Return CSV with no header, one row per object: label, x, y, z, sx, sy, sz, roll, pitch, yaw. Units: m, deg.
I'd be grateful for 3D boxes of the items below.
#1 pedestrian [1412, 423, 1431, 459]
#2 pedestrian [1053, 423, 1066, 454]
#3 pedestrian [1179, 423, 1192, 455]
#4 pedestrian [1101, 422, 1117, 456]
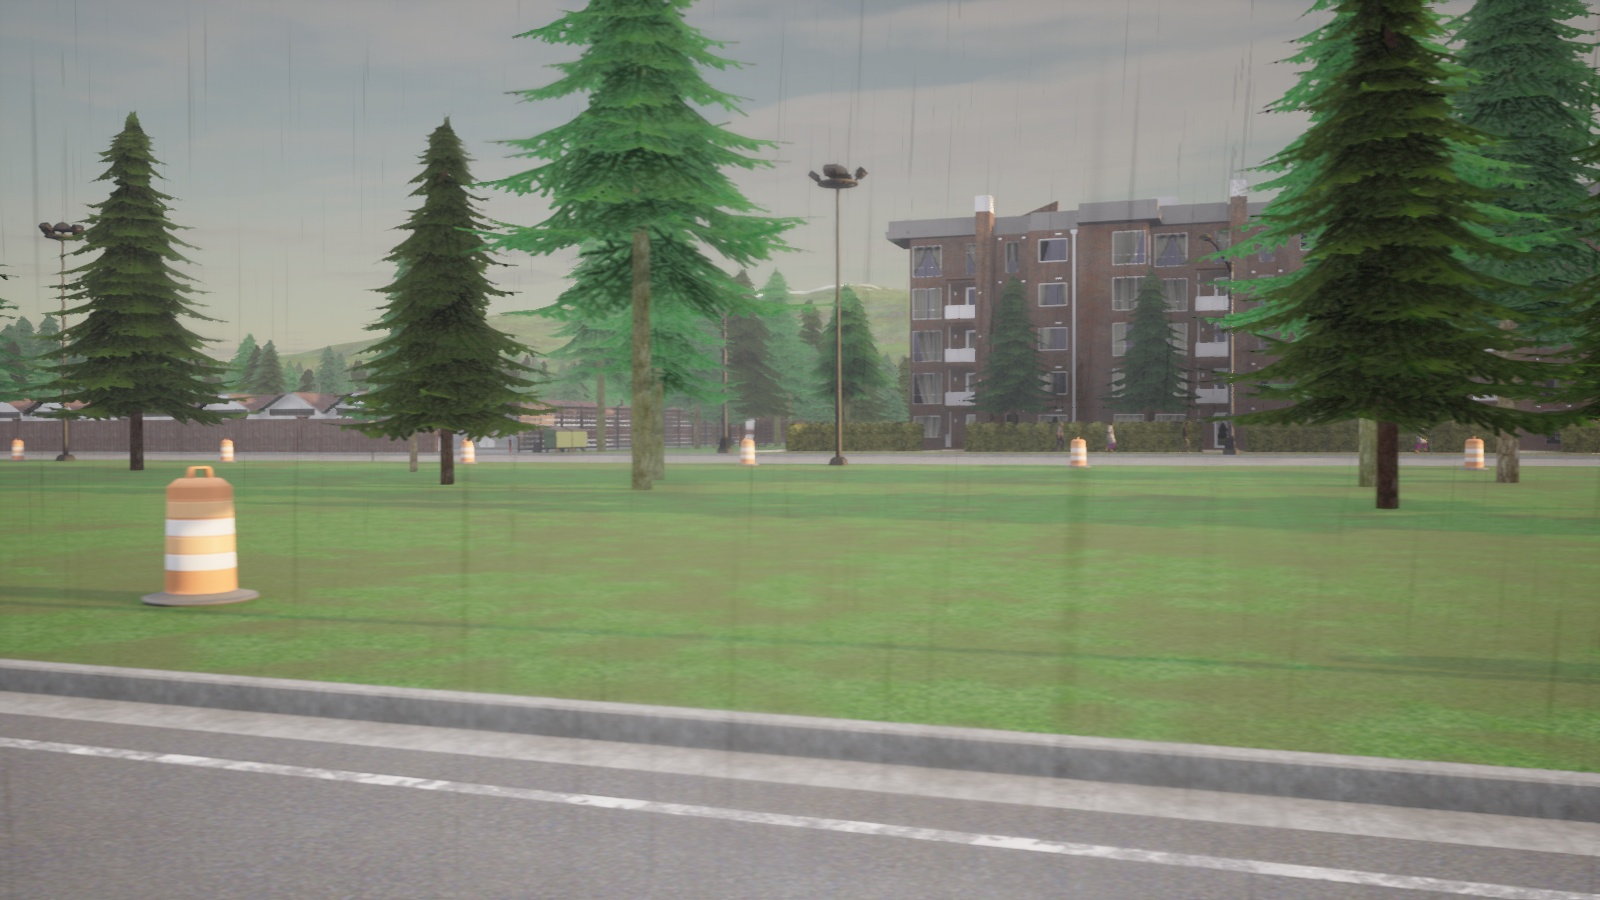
pedestrian,33.976,-0.513,68.671,0.873,1.952,0.659,1,1,19
pedestrian,15.386,-0.677,74.512,0.694,1.848,0.540,1,1,18
pedestrian,22.218,-0.618,72.447,0.703,1.840,0.431,1,1,18
pedestrian,18.236,-0.659,74.096,0.873,1.952,0.659,1,1,19
